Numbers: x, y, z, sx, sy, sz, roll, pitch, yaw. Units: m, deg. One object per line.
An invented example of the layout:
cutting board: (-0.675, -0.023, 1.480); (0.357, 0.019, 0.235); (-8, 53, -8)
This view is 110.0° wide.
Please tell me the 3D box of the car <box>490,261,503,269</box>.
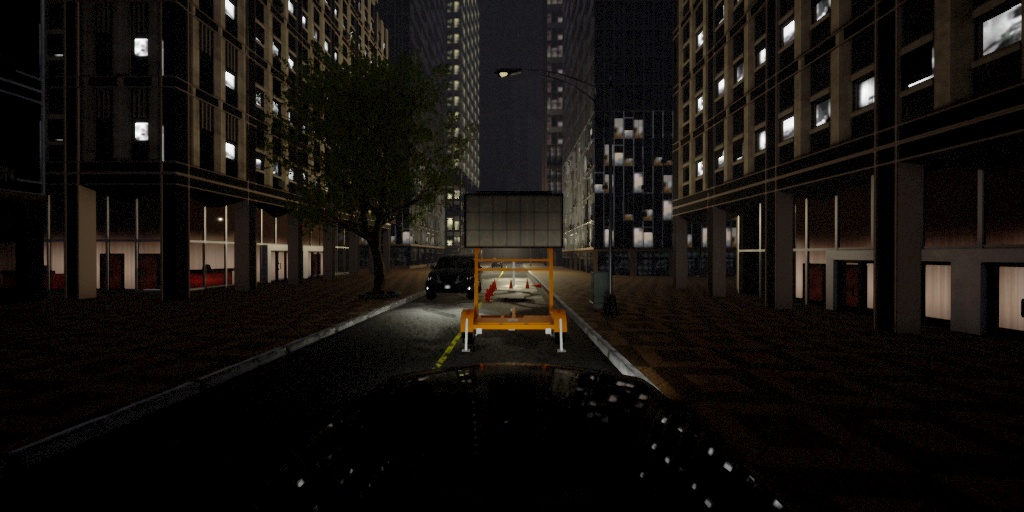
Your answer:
car: (-2.522, 1.314, 60.024); (1.837, 1.490, 4.892); (0, 0, 1)

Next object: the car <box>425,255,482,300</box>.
car: (-2.760, 0.972, 18.169); (2.150, 2.045, 5.566); (0, 0, 0)

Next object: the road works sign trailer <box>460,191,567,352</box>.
road works sign trailer: (0.043, 0.213, 8.893); (2.380, 3.560, 2.880); (0, 0, 0)
